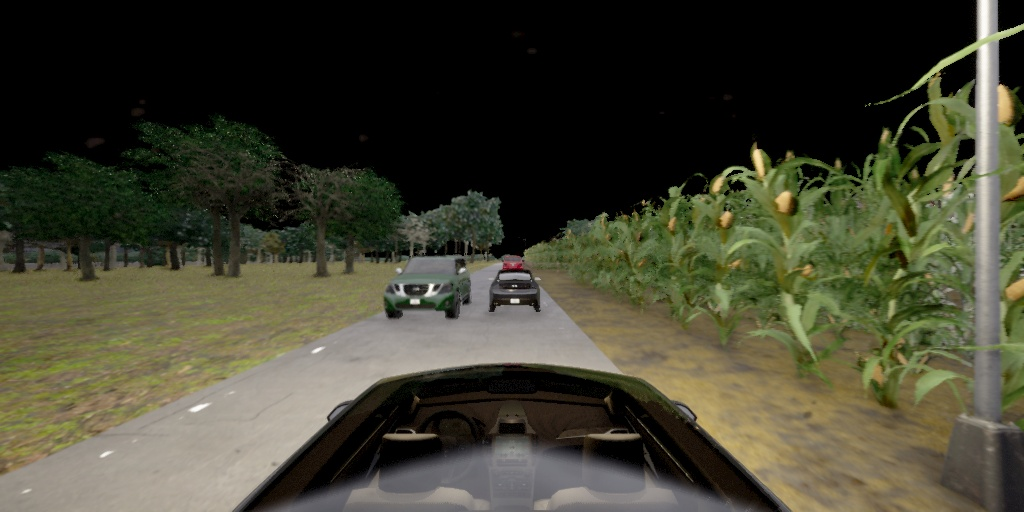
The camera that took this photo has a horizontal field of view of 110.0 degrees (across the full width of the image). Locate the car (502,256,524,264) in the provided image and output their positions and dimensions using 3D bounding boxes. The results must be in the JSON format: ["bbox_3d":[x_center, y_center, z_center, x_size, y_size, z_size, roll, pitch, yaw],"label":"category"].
[{"bbox_3d":[0.098,1.003,38.462,2.150,2.045,5.566,0,0,0],"label":"car"}]

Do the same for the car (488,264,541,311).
[{"bbox_3d":[0.100,1.260,14.435,1.837,1.490,4.892,0,0,0],"label":"car"}]

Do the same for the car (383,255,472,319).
[{"bbox_3d":[-2.784,0.978,13.133,2.150,2.045,5.566,0,0,0],"label":"car"}]
